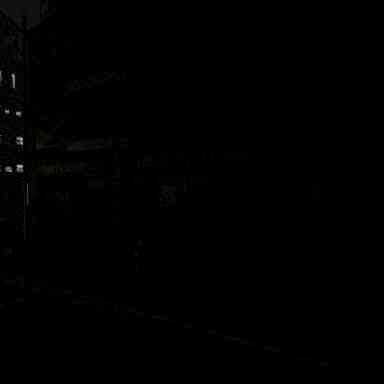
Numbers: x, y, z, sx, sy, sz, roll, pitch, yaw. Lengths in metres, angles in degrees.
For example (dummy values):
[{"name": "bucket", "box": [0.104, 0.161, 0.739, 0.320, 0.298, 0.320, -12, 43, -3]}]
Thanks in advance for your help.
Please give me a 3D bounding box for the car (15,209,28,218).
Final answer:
[{"name": "car", "box": [-15.840, 2.010, 34.883, 1.895, 1.301, 4.718, 0, -1, 34]}]
